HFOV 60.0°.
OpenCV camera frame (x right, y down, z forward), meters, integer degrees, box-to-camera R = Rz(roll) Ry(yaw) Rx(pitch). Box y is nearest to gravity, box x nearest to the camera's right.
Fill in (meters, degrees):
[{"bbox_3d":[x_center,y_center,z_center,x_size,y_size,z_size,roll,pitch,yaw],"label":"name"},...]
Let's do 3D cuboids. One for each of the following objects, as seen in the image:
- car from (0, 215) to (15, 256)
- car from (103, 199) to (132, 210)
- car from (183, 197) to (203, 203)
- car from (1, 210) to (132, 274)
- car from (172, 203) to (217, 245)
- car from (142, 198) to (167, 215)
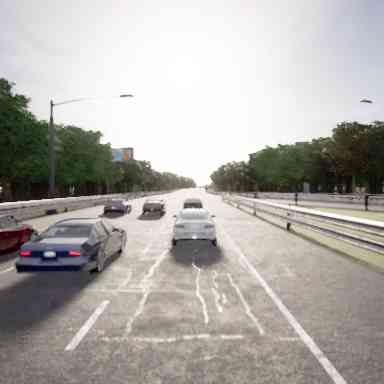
[{"bbox_3d":[-6.899,1.451,10.899,1.882,1.535,5.008,0,0,0],"label":"car"},{"bbox_3d":[-6.902,1.327,31.253,1.994,1.385,4.181,0,1,0],"label":"car"},{"bbox_3d":[0.097,1.227,32.359,1.882,1.535,5.008,0,1,0],"label":"car"},{"bbox_3d":[-3.402,1.523,10.465,2.033,1.411,5.357,0,0,0],"label":"car"},{"bbox_3d":[0.099,1.472,15.117,1.812,1.442,4.674,0,0,0],"label":"car"},{"bbox_3d":[-3.403,1.262,30.715,2.128,1.511,4.902,0,1,0],"label":"car"}]
